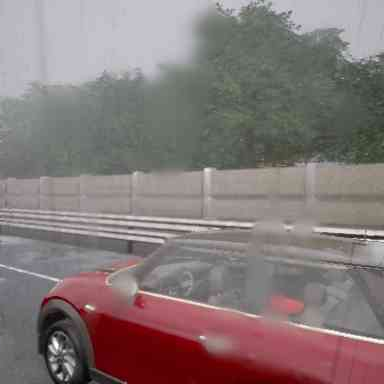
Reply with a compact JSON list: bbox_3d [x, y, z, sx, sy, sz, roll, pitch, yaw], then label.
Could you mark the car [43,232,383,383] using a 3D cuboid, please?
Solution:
[{"bbox_3d":[0.312,1.200,3.646,4.553,1.767,2.097,0,0,36],"label":"car"}]
